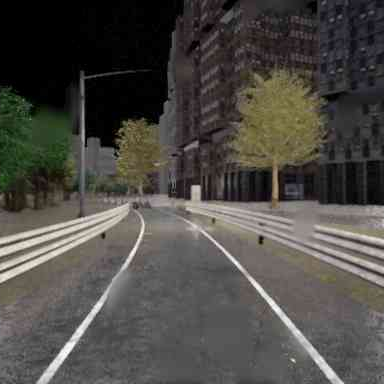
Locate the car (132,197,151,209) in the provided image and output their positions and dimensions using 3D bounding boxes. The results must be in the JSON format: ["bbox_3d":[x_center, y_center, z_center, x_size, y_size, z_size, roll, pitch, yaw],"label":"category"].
[{"bbox_3d":[-7.609,1.549,49.813,2.097,1.767,4.553,0,0,-18],"label":"car"}]
